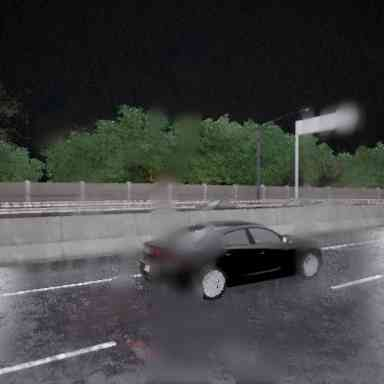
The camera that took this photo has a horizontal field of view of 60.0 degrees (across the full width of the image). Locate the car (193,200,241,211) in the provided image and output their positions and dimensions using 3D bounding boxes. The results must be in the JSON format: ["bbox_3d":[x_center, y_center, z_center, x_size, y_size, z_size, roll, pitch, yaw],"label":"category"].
[{"bbox_3d":[2.296,1.497,29.993,4.674,1.442,1.812,0,0,-32],"label":"car"}]

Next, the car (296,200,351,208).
[{"bbox_3d":[11.244,1.475,27.366,5.008,1.535,1.882,0,0,-32],"label":"car"}]

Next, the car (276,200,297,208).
[{"bbox_3d":[9.818,1.475,30.605,5.008,1.535,1.882,0,0,-32],"label":"car"}]

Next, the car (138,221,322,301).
[{"bbox_3d":[1.155,1.463,8.336,5.008,1.535,1.882,0,0,-32],"label":"car"}]
